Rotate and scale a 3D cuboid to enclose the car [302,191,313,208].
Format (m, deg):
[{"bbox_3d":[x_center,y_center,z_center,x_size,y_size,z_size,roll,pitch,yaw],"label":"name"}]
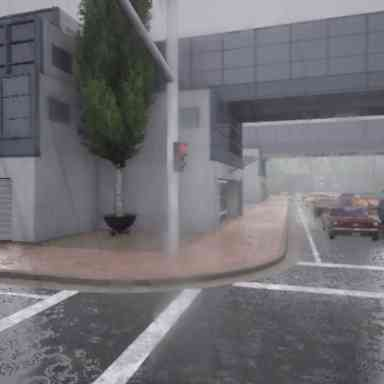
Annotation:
[{"bbox_3d":[12.517,0.834,33.691,1.882,1.535,5.008,0,1,17],"label":"car"}]

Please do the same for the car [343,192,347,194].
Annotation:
[{"bbox_3d":[16.854,0.774,35.975,1.882,1.535,5.008,0,1,17],"label":"car"}]

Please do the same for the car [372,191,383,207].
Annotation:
[{"bbox_3d":[11.285,0.867,17.202,2.150,2.045,5.566,0,1,17],"label":"car"}]

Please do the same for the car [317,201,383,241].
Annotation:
[{"bbox_3d":[6.998,1.304,15.060,1.895,1.301,4.718,0,1,17],"label":"car"}]

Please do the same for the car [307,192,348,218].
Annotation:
[{"bbox_3d":[9.669,1.013,24.071,1.882,1.535,5.008,0,1,17],"label":"car"}]

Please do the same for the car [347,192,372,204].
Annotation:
[{"bbox_3d":[14.009,0.827,26.384,2.097,1.767,4.553,0,1,17],"label":"car"}]
